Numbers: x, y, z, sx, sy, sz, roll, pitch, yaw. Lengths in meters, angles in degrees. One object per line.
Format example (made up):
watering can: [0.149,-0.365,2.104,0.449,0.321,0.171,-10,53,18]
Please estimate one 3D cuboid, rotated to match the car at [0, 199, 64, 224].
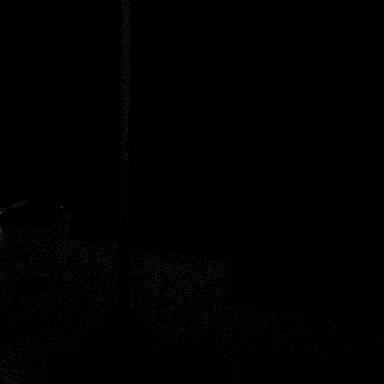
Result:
car: [-10.975,1.238,22.381,1.812,1.442,4.674,1,1,36]
